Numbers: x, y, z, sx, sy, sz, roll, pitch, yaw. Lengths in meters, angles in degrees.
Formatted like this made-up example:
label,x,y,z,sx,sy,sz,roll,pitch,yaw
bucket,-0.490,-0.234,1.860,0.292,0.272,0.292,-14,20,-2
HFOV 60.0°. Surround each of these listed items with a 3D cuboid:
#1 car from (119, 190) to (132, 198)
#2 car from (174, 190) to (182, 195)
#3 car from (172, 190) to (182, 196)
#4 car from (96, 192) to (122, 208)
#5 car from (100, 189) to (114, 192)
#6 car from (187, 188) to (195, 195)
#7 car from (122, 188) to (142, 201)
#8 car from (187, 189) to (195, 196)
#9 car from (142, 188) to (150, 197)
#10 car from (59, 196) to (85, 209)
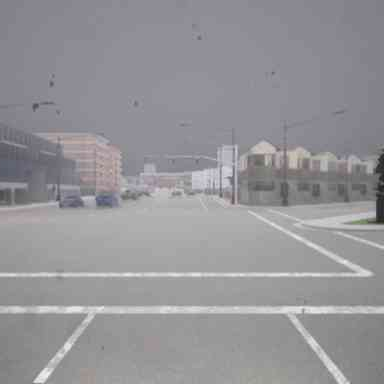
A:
label,x,y,z,sx,sy,sz,roll,pitch,yaw
car,-14.195,0.419,70.796,1.812,1.442,4.674,0,2,0
car,-3.745,0.188,88.837,1.895,1.301,4.718,0,-1,0
car,-3.716,0.294,78.379,2.128,1.511,4.902,0,0,0
car,-10.704,1.126,42.239,1.882,1.535,5.008,0,1,0
car,-14.221,0.581,55.091,2.150,2.045,5.566,0,2,0
car,-0.245,-0.052,88.790,2.097,1.767,4.553,0,-1,0
car,-10.716,0.485,58.240,2.150,2.045,5.566,0,2,0
car,-0.217,0.362,78.835,1.895,1.301,4.718,0,0,0
car,-10.704,0.058,74.037,2.150,2.045,5.566,0,1,0
car,-14.209,1.212,39.550,1.812,1.442,4.674,0,1,0
